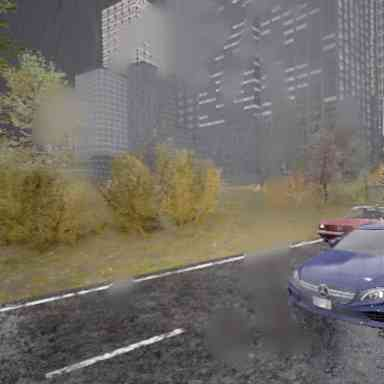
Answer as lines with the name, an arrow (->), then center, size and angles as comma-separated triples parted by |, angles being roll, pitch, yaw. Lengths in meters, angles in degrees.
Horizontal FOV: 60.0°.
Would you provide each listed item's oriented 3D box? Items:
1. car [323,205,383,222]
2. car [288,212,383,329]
car -> 6.799, 1.191, 12.492 | 4.718, 1.301, 1.895 | -3, 1, -35
car -> 3.878, 1.334, 6.442 | 4.674, 1.442, 1.812 | -3, 1, -35
